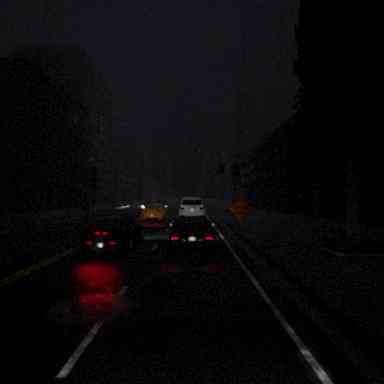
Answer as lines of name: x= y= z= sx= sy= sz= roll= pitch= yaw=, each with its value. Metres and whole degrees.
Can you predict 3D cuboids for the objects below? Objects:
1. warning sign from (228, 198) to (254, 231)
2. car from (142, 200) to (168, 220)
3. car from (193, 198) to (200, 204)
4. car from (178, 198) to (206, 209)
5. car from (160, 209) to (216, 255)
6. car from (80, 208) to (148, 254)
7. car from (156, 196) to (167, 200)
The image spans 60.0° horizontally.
warning sign: x=2.846 y=1.300 z=19.467 sx=1.300 sy=1.860 sz=1.060 roll=0 pitch=-1 yaw=0
car: x=-3.241 y=1.756 z=29.409 sx=1.882 sy=1.535 sz=5.008 roll=0 pitch=0 yaw=0
car: x=1.145 y=2.367 z=89.456 sx=1.837 sy=1.490 sz=4.892 roll=0 pitch=-1 yaw=0
car: x=0.003 y=1.490 z=28.945 sx=2.150 sy=2.045 sz=5.566 roll=0 pitch=0 yaw=0
car: x=0.002 y=1.680 z=13.925 sx=2.033 sy=1.411 sz=5.357 roll=0 pitch=-1 yaw=0
car: x=-3.244 y=1.643 z=14.230 sx=1.837 sy=1.490 sz=4.892 roll=0 pitch=0 yaw=0
car: x=-6.494 y=1.910 z=72.304 sx=2.150 sy=2.045 sz=5.566 roll=0 pitch=-1 yaw=0
